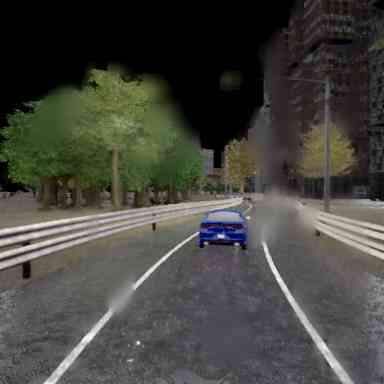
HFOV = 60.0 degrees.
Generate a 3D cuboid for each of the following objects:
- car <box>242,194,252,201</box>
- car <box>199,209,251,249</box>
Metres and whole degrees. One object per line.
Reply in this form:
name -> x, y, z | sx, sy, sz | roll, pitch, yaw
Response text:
car -> 13.335, 1.310, 82.450 | 2.097, 1.767, 4.553 | 0, 0, -2
car -> 1.537, 1.500, 14.764 | 1.882, 1.535, 5.008 | 0, 0, 11
